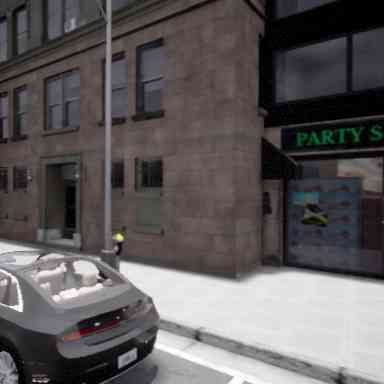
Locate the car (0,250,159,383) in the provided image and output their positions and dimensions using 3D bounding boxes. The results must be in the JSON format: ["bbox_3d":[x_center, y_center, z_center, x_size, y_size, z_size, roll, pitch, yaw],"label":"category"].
[{"bbox_3d":[-2.467,1.535,4.837,4.403,1.369,2.008,0,0,35],"label":"car"}]
